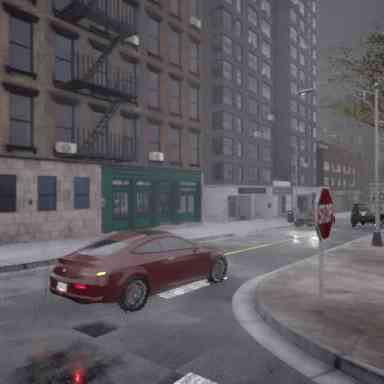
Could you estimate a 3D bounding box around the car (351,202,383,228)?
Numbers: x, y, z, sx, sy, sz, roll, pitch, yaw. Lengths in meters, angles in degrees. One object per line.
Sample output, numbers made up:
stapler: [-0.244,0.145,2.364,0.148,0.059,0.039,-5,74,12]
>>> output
car: [15.253,1.931,28.439,2.150,2.045,5.566,0,-2,38]

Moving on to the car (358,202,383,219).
car: [23.553,2.308,43.515,2.150,2.045,5.566,0,-1,38]

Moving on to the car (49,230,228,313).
car: [-0.974,1.630,7.945,1.812,1.442,4.674,-1,-2,38]

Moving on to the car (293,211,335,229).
car: [9.652,2.196,26.109,1.895,1.301,4.718,0,-2,38]
